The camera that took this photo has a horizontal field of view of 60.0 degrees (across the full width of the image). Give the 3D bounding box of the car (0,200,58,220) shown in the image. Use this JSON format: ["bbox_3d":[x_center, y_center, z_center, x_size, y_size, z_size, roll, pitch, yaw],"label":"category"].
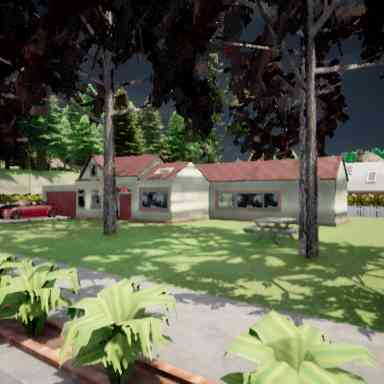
[{"bbox_3d":[-11.977,1.269,24.190,1.994,1.381,4.181,0,0,36],"label":"car"}]
